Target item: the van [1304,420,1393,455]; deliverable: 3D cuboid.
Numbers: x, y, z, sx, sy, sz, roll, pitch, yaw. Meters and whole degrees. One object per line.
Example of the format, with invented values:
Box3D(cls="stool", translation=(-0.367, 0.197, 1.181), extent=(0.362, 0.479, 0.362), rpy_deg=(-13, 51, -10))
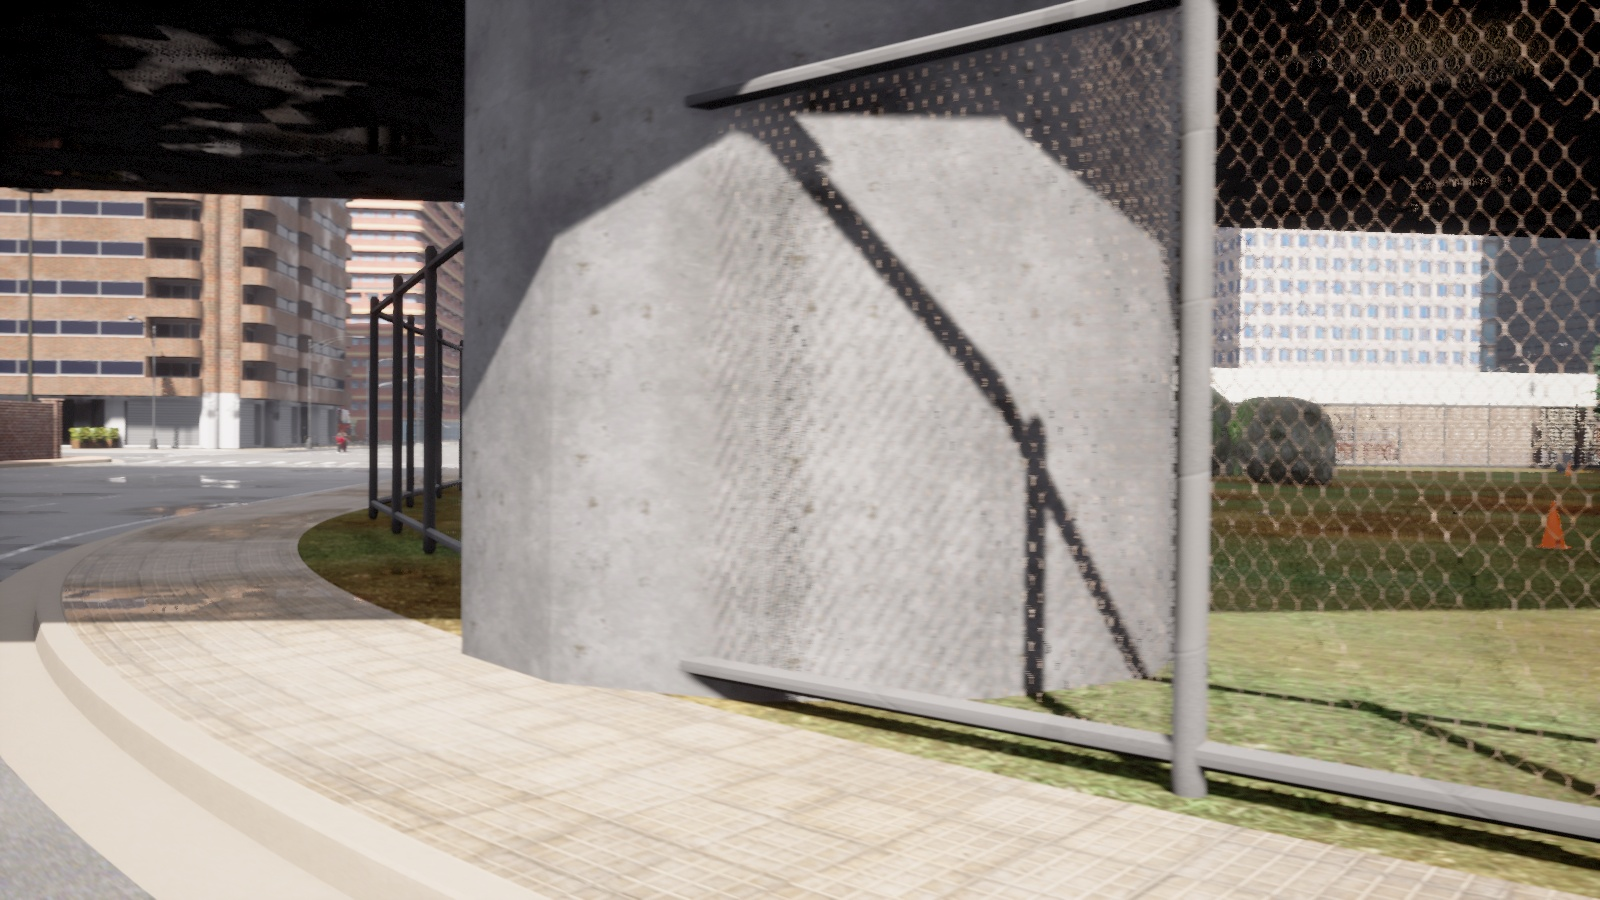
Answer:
Box3D(cls="van", translation=(31.913, -0.730, 73.069), extent=(4.442, 1.987, 1.775), rpy_deg=(-1, 1, -7))
